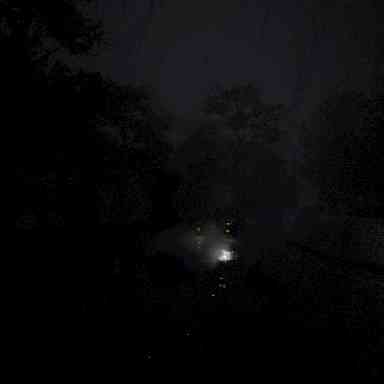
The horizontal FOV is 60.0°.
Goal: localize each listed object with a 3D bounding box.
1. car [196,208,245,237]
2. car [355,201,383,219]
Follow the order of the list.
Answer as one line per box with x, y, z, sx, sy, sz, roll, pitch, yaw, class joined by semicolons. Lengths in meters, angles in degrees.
1.670;1.574;18.170;1.994;1.385;4.181;0;0;18;car
17.300;1.576;29.868;5.008;1.535;1.882;0;-1;3;car
